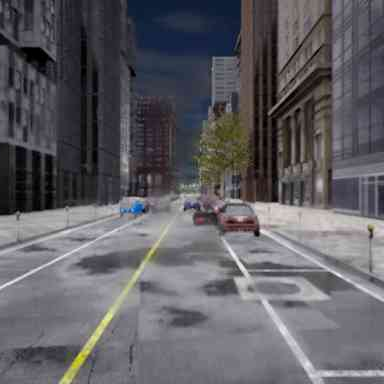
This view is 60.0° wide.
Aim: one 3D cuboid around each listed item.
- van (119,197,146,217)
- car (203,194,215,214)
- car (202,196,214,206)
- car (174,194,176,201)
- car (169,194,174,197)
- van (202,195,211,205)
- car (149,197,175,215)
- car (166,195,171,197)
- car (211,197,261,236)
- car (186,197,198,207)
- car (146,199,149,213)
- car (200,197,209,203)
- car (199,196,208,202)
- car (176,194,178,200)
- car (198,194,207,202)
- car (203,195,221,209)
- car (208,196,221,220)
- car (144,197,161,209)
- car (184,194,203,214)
[{"bbox_3d":[-5.684,1.383,31.235,1.690,1.788,3.998,0,0,0],"label":"van"},{"bbox_3d":[2.834,1.388,42.504,2.192,1.841,5.009,0,0,0],"label":"car"},{"bbox_3d":[2.825,1.570,59.422,1.967,1.590,4.097,0,0,0],"label":"car"},{"bbox_3d":[-5.714,1.537,81.984,2.192,1.841,5.009,0,0,0],"label":"car"},{"bbox_3d":[-5.710,1.717,76.176,1.752,1.417,4.829,0,0,0],"label":"car"},{"bbox_3d":[2.822,1.490,65.062,1.690,1.788,3.998,0,0,0],"label":"van"},{"bbox_3d":[-3.113,1.558,35.205,1.837,1.490,4.892,0,-1,0],"label":"car"},{"bbox_3d":[-5.704,1.731,65.068,1.802,1.307,4.206,0,0,0],"label":"car"},{"bbox_3d":[2.378,1.371,18.497,2.097,1.767,4.553,0,0,0],"label":"car"},{"bbox_3d":[-0.031,1.597,56.337,1.882,1.535,5.008,0,0,0],"label":"car"},{"bbox_3d":[-5.688,1.621,36.873,1.947,1.339,4.313,0,0,0],"label":"car"},{"bbox_3d":[2.815,1.775,76.340,1.802,1.307,4.206,0,0,0],"label":"car"},{"bbox_3d":[2.811,1.788,81.978,1.947,1.339,4.313,0,0,0],"label":"car"},{"bbox_3d":[-5.720,1.598,93.263,2.192,1.841,5.009,0,0,0],"label":"car"},{"bbox_3d":[2.808,1.568,87.619,2.192,1.841,5.009,0,0,0],"label":"car"},{"bbox_3d":[2.831,1.407,48.143,2.192,1.841,5.009,0,0,0],"label":"car"},{"bbox_3d":[2.841,1.482,31.224,1.967,1.590,4.097,0,0,0],"label":"car"},{"bbox_3d":[-5.694,1.531,48.152,1.967,1.590,4.097,0,0,0],"label":"car"},{"bbox_3d":[0.027,1.425,42.262,2.097,1.767,4.553,0,0,0],"label":"car"}]
